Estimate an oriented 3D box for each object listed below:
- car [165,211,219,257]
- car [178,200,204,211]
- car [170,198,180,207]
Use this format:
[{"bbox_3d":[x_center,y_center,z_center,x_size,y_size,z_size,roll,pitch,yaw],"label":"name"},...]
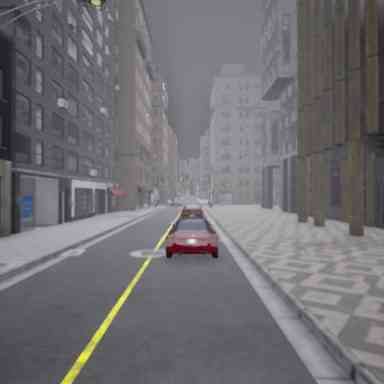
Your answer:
[{"bbox_3d":[0.020,1.695,13.530,1.994,1.385,4.181,0,0,1],"label":"car"},{"bbox_3d":[0.031,1.746,29.235,1.882,1.535,5.008,0,0,1],"label":"car"},{"bbox_3d":[-3.016,1.893,62.150,2.097,1.767,4.553,0,0,0],"label":"car"}]
